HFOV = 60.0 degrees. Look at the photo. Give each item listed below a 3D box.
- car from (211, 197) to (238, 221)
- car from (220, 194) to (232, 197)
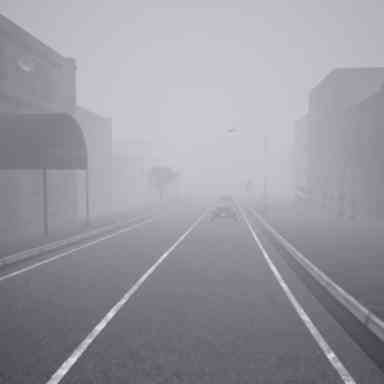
[{"bbox_3d":[2.473,1.371,25.363,1.812,1.442,4.674,1,1,6],"label":"car"},{"bbox_3d":[4.259,1.046,41.439,1.882,1.535,5.008,1,1,6],"label":"car"}]
